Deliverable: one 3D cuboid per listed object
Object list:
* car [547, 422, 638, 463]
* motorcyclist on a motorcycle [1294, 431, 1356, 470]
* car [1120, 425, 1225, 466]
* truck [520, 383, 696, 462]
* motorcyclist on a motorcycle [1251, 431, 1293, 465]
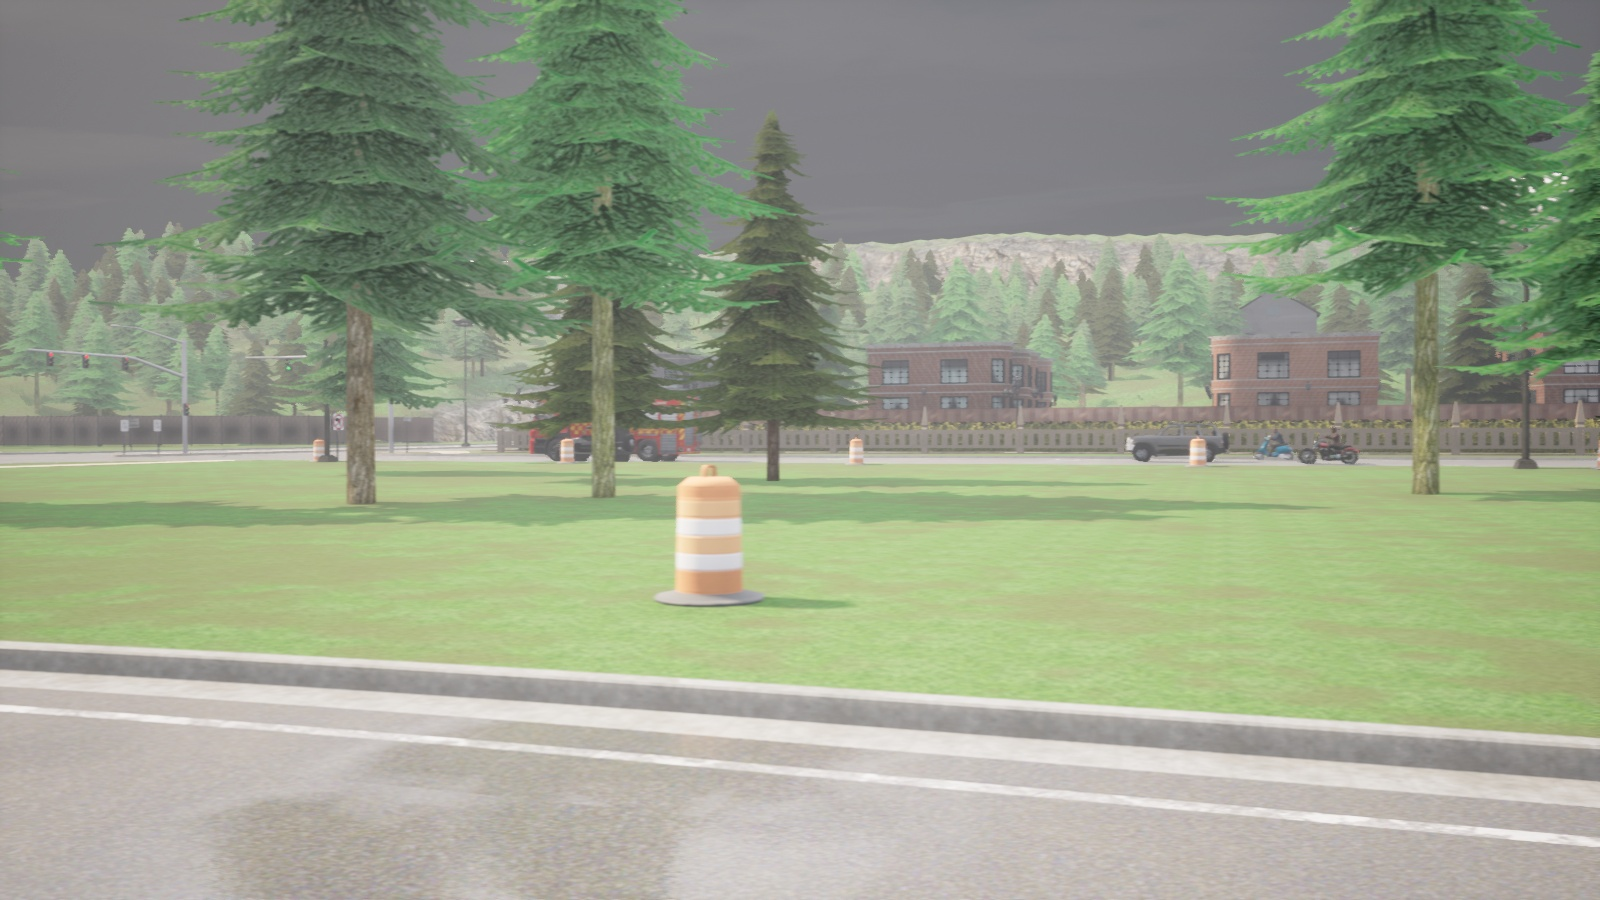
[{"bbox_3d":[-9.964,-0.380,60.279,3.866,1.878,1.905,1,1,18],"label":"car"},{"bbox_3d":[22.234,0.008,53.235,2.350,1.649,0.766,0,1,18],"label":"motorcyclist on a motorcycle"},{"bbox_3d":[17.358,-0.229,58.547,4.605,1.855,1.932,1,1,18],"label":"car"},{"bbox_3d":[-9.757,-1.398,63.885,8.468,3.827,2.891,1,1,18],"label":"truck"},{"bbox_3d":[22.704,-0.103,60.456,1.817,1.590,0.866,1,1,18],"label":"motorcyclist on a motorcycle"}]
